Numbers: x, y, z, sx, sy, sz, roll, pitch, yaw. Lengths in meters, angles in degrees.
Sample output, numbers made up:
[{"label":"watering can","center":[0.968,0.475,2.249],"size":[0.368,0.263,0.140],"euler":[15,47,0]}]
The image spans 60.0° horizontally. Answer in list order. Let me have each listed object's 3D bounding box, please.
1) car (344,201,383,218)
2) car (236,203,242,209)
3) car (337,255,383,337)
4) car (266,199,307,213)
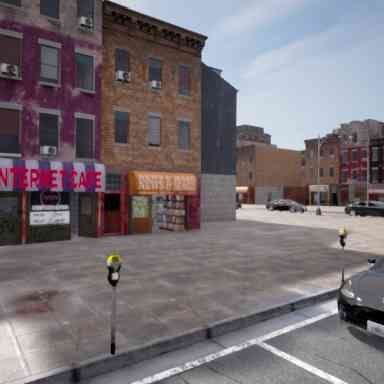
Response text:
[{"label":"car","center":[15.843,1.539,28.975],"size":[1.837,1.490,4.892],"euler":[1,0,-35]},{"label":"car","center":[4.360,1.622,45.151],"size":[2.033,1.411,5.357],"euler":[1,0,-36]},{"label":"car","center":[4.409,1.567,5.943],"size":[4.313,1.339,1.947],"euler":[0,0,-35]},{"label":"car","center":[10.359,1.545,36.706],"size":[2.128,1.511,4.902],"euler":[1,0,-35]}]
